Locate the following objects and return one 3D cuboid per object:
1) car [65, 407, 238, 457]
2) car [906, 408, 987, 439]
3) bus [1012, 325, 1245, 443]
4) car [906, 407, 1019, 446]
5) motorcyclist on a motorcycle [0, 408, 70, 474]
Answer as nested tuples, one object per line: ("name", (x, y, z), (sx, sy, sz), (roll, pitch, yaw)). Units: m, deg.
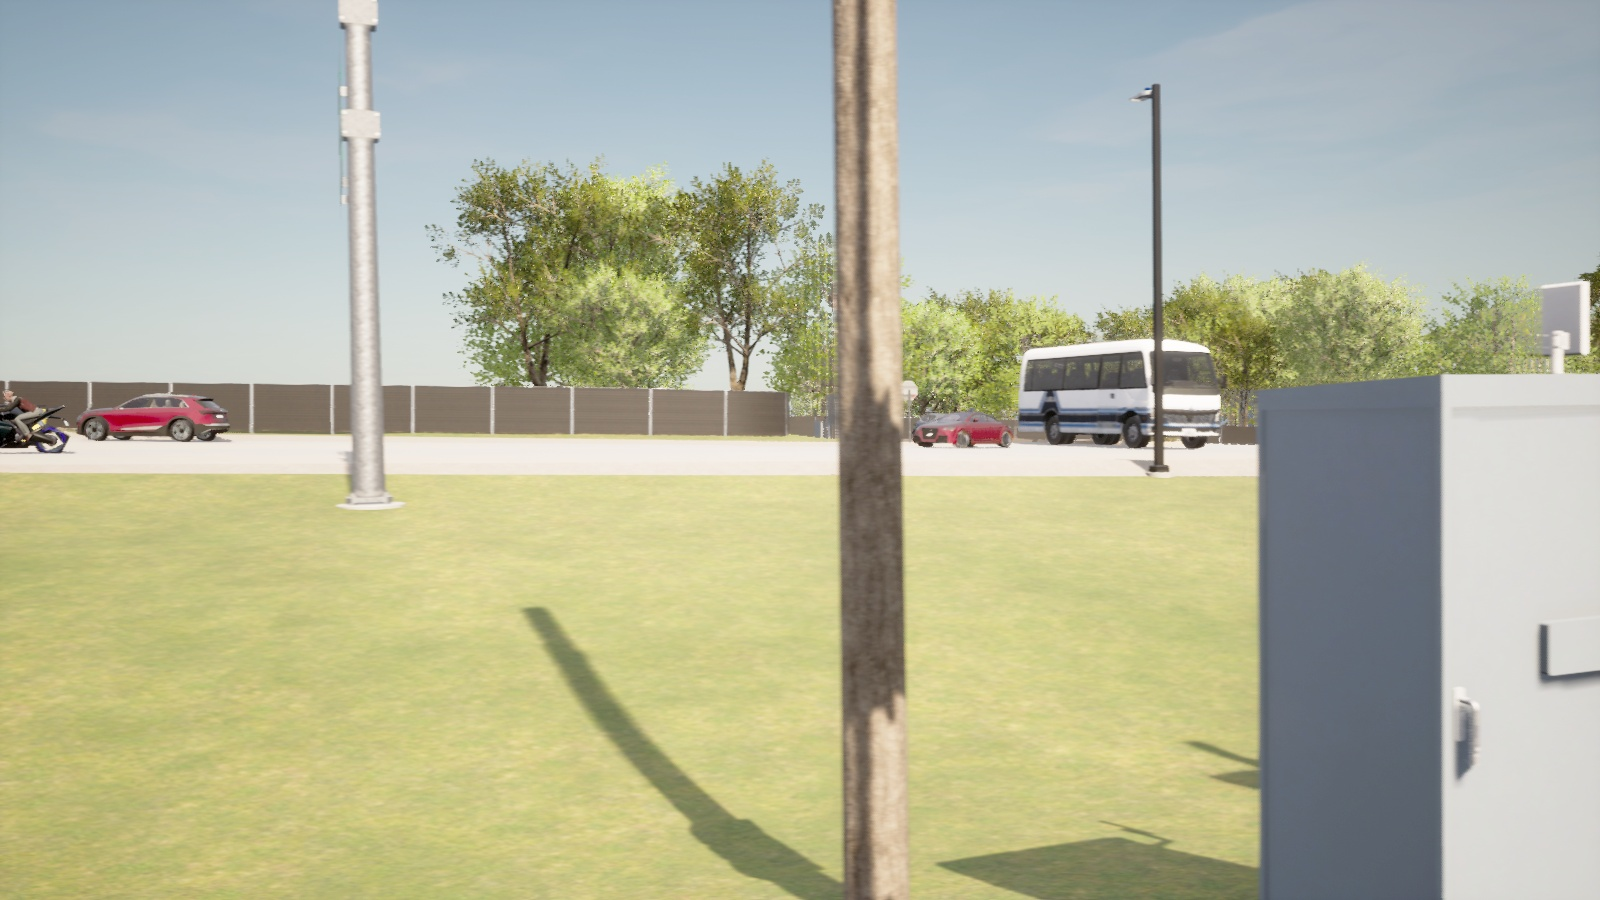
("car", (-22.214, -0.633, 43.125), (4.856, 1.649, 2.033), (-1, 1, 0))
("car", (7.565, -1.347, 65.400), (2.163, 1.488, 4.792), (-2, 0, -20))
("bus", (12.940, -2.530, 50.895), (3.944, 4.253, 10.273), (-1, 2, -20))
("car", (6.148, -0.890, 47.288), (4.181, 1.385, 1.994), (-2, 1, -43))
("motorcyclist on a motorcycle", (-18.640, -0.216, 29.743), (2.191, 1.530, 0.866), (-1, 1, -20))
